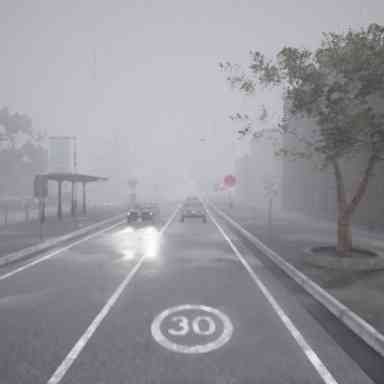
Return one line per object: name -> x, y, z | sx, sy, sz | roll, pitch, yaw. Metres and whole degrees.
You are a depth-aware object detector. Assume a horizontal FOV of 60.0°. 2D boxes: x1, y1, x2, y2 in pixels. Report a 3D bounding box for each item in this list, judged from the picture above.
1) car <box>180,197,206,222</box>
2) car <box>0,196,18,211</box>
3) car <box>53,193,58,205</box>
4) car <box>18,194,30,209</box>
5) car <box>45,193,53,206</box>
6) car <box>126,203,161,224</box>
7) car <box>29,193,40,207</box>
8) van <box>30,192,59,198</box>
car -> 0.104, 1.381, 24.957 | 2.033, 1.411, 5.357 | 0, 1, 0
car -> -22.105, 1.259, 35.947 | 5.008, 1.535, 2.097 | 0, 0, 0
car -> -22.141, 1.222, 47.048 | 4.792, 1.488, 2.163 | 0, 0, 0
car -> -22.096, 1.243, 38.722 | 4.892, 1.521, 2.231 | 0, 0, 0
car -> -21.922, 1.206, 44.271 | 5.366, 1.575, 1.946 | 0, 0, 0
car -> -3.344, 1.448, 23.456 | 1.895, 1.301, 4.718 | 0, 0, 0
car -> -22.134, 1.255, 41.497 | 4.792, 1.488, 2.163 | 0, 0, 0
van -> -21.997, 0.950, 49.820 | 4.442, 1.987, 1.878 | 0, 0, 0
